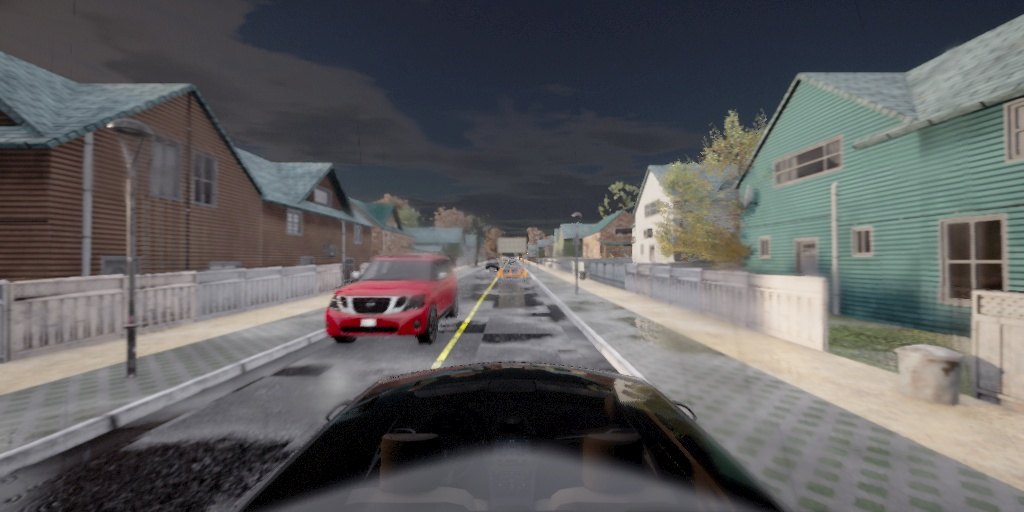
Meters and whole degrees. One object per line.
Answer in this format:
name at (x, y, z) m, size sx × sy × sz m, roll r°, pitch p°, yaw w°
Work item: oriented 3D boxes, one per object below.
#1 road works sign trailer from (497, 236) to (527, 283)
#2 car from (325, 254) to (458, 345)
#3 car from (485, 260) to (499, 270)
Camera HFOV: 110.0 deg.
road works sign trailer at (0.005, 0.203, 28.234) m, size 2.380 × 3.560 × 2.880 m, roll 0°, pitch 0°, yaw 0°
car at (-2.848, 0.969, 9.883) m, size 2.150 × 2.045 × 5.566 m, roll 0°, pitch 0°, yaw 0°
car at (-2.813, 1.268, 51.763) m, size 2.033 × 1.411 × 5.357 m, roll 0°, pitch 0°, yaw 0°
